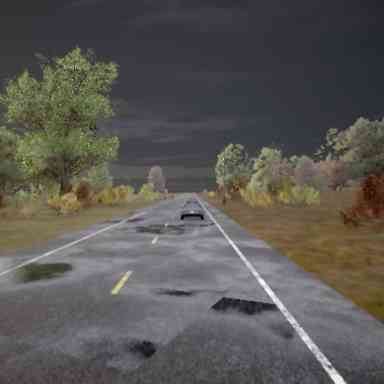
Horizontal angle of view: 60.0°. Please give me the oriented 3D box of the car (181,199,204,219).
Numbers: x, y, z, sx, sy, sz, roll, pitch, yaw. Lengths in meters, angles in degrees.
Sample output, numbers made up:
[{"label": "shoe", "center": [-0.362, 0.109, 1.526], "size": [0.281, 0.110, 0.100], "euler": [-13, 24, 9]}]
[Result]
[{"label": "car", "center": [0.050, 1.584, 29.023], "size": [1.994, 1.385, 4.181], "euler": [0, 0, 1]}]

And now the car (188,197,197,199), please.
[{"label": "car", "center": [0.029, 1.505, 56.215], "size": [2.128, 1.511, 4.902], "euler": [0, 0, 0]}]
